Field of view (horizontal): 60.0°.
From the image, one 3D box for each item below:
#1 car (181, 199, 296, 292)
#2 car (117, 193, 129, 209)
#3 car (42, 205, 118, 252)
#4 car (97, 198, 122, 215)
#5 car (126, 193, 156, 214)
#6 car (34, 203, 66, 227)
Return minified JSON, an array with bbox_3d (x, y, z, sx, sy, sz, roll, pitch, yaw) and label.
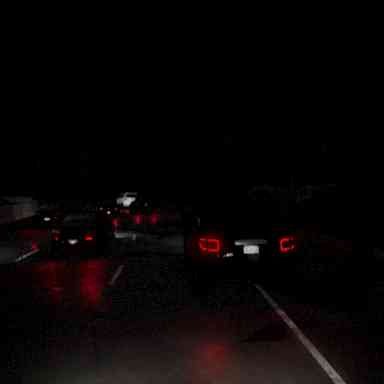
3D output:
[{"bbox_3d":[0.948,1.202,9.098,2.150,2.045,5.566,0,0,-4],"label":"car"},{"bbox_3d":[-8.494,1.117,43.702,2.150,2.045,5.566,0,0,-25],"label":"car"},{"bbox_3d":[-4.308,1.493,13.589,1.812,1.442,4.674,0,0,-6],"label":"car"},{"bbox_3d":[-8.014,1.525,31.548,1.895,1.301,4.718,0,0,-16],"label":"car"},{"bbox_3d":[-5.119,1.270,34.211,2.097,1.767,4.553,0,0,-19],"label":"car"},{"bbox_3d":[-9.348,1.472,22.551,1.812,1.442,4.674,0,0,-12],"label":"car"}]
